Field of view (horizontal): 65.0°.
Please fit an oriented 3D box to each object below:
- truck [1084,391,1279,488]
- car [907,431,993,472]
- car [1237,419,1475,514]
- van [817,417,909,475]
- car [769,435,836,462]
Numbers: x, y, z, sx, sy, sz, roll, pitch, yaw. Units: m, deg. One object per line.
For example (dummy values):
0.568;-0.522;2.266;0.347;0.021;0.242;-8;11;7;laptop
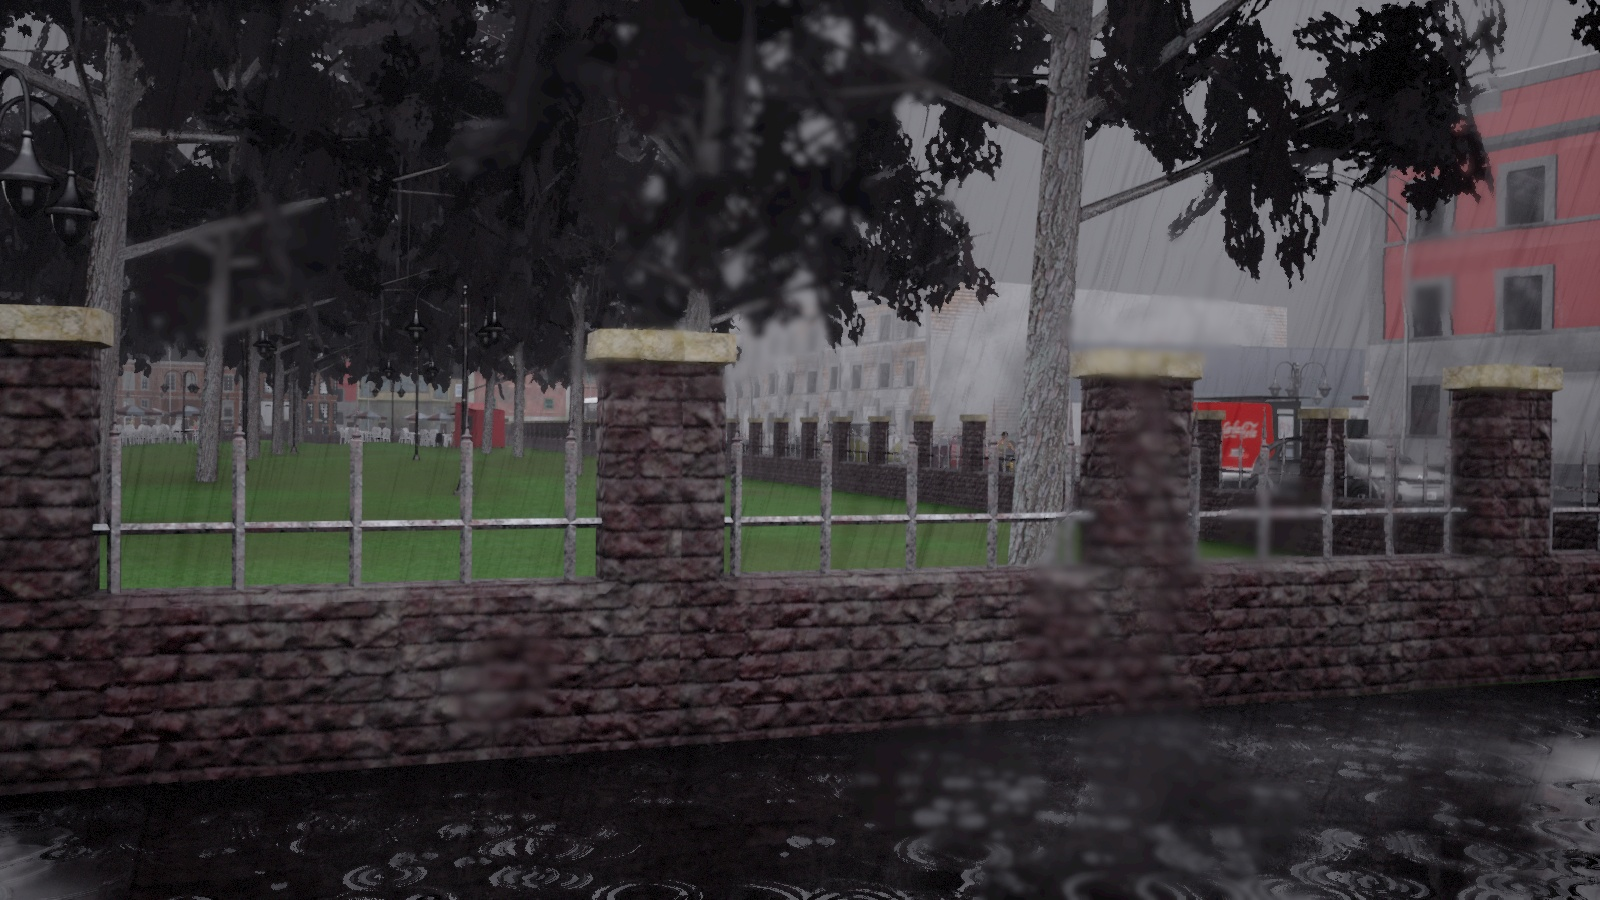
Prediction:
10.460;-0.314;34.938;2.627;2.467;5.204;-1;1;-20;truck
5.712;0.020;48.307;1.845;1.501;3.633;-1;1;-20;car
10.280;0.248;23.554;1.851;1.617;3.988;-1;1;-19;car
2.254;-0.178;46.083;1.775;1.987;4.442;-1;1;-20;van
0.073;-0.091;64.154;1.895;1.301;4.718;-1;1;-20;car
